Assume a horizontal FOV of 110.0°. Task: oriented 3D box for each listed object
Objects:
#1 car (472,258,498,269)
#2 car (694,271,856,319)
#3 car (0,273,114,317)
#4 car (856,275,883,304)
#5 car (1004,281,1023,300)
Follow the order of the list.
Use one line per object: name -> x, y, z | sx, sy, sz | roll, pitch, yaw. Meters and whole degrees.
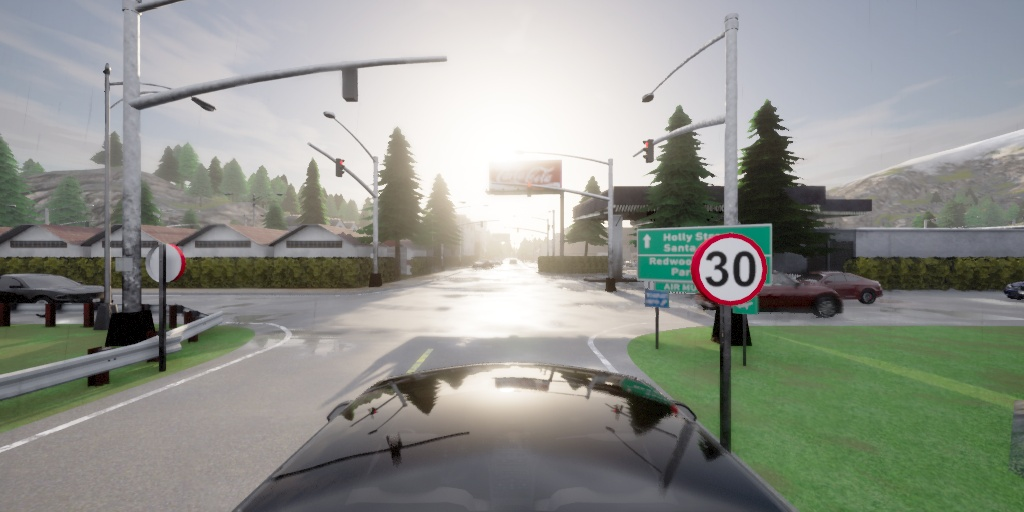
car -> -4.594, 1.292, 57.840 | 1.812, 1.442, 4.674 | 1, 1, 25
car -> 9.487, 1.295, 13.435 | 4.553, 1.767, 2.097 | 0, 0, 2
car -> -18.335, 1.419, 13.722 | 5.008, 1.535, 1.882 | 0, 0, 1
car -> 14.793, 1.467, 17.048 | 4.674, 1.442, 1.812 | 0, 0, 0
car -> 26.466, 1.467, 16.927 | 4.674, 1.442, 1.812 | 0, 0, 1
